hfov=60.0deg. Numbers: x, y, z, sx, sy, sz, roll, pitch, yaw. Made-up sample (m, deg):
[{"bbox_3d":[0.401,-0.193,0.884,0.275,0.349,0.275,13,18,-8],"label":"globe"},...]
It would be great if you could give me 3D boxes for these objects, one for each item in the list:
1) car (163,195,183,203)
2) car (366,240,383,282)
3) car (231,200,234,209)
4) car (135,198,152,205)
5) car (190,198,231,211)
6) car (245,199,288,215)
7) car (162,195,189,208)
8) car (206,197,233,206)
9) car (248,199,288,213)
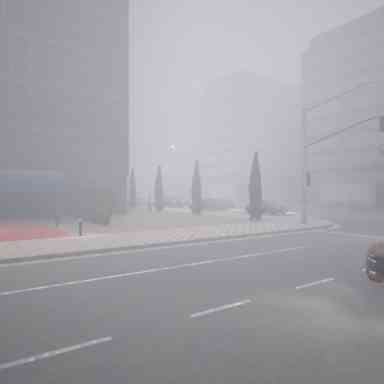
[{"bbox_3d":[-4.009,1.461,68.544,1.882,1.535,5.008,0,0,-35],"label":"car"},{"bbox_3d":[6.430,1.473,8.577,5.008,1.535,1.882,0,0,-35],"label":"car"},{"bbox_3d":[3.752,1.551,44.849,1.994,1.385,4.181,0,0,-35],"label":"car"},{"bbox_3d":[-8.576,1.589,56.463,1.895,1.301,4.718,0,0,-34],"label":"car"},{"bbox_3d":[2.166,1.493,41.004,1.837,1.490,4.892,0,0,-35],"label":"car"},{"bbox_3d":[7.415,1.514,33.484,1.812,1.442,4.674,0,0,-38],"label":"car"},{"bbox_3d":[-3.005,1.341,48.426,2.097,1.767,4.553,0,0,-35],"label":"car"},{"bbox_3d":[4.587,1.585,56.229,1.895,1.301,4.718,0,0,-35],"label":"car"},{"bbox_3d":[8.561,1.551,37.958,1.994,1.385,4.181,0,0,-35],"label":"car"}]
